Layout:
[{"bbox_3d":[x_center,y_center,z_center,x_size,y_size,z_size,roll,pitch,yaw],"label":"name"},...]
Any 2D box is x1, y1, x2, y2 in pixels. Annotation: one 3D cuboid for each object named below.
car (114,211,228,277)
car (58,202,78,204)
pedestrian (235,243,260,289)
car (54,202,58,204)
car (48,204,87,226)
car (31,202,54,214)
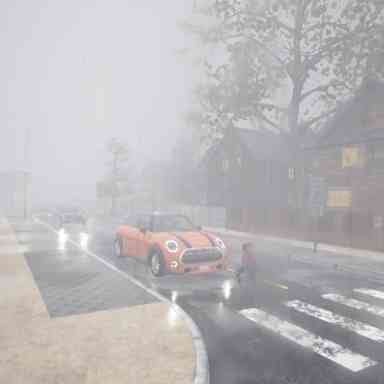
[{"bbox_3d":[-0.847,1.451,10.711,2.097,1.767,4.553,2,-1,-32],"label":"car"},{"bbox_3d":[-14.235,1.972,39.369,1.812,1.442,4.674,2,-2,-30],"label":"car"},{"bbox_3d":[1.361,1.386,8.086,0.375,1.860,0.375,1,-1,-30],"label":"pedestrian"},{"bbox_3d":[-19.258,2.144,47.859,1.895,1.301,4.718,2,-2,-30],"label":"car"},{"bbox_3d":[-9.394,1.834,25.338,1.895,1.301,4.718,2,-1,-30],"label":"car"},{"bbox_3d":[-19.090,1.973,42.127,1.812,1.442,4.674,2,-2,-30],"label":"car"}]
